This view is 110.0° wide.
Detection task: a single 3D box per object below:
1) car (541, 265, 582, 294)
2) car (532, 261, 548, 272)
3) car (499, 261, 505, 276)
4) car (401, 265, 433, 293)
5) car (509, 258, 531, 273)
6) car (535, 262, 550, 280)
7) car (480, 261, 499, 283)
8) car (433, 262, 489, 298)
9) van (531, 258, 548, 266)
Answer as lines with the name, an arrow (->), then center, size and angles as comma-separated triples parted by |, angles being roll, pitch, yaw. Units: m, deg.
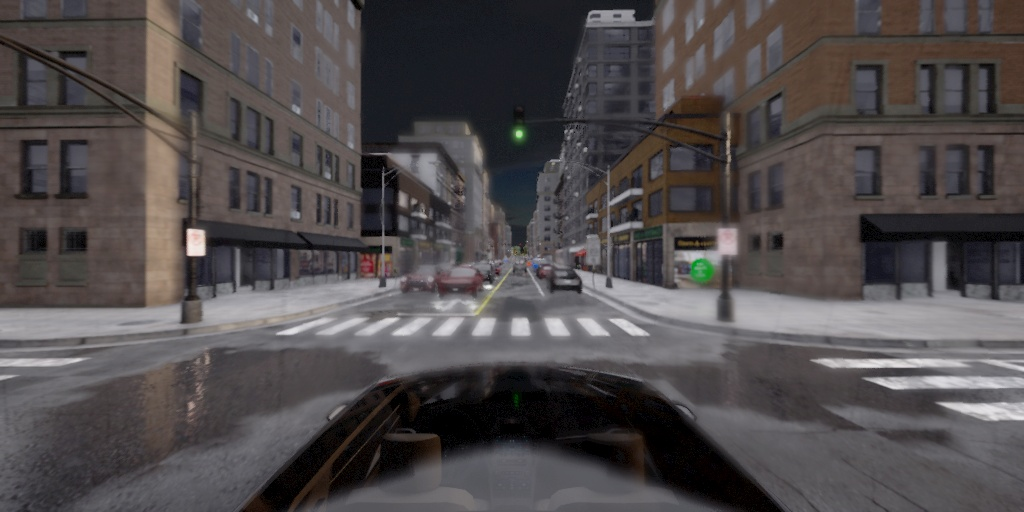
car -> 2.963, 1.383, 20.843 | 1.948, 1.339, 4.313 | 0, 0, 1
car -> 3.354, 1.443, 37.371 | 1.948, 1.339, 4.313 | 0, 0, 1
car -> -2.087, 1.487, 38.878 | 1.895, 1.301, 4.718 | 0, 0, 2
car -> -5.060, 1.262, 21.033 | 1.967, 1.591, 4.097 | 0, 0, 1
car -> 1.063, 1.411, 47.682 | 2.128, 1.511, 4.902 | 0, 0, 1
car -> 3.224, 1.438, 31.862 | 1.802, 1.307, 4.207 | 0, 0, 1
car -> -2.337, 1.353, 28.742 | 1.837, 1.490, 4.892 | 0, 0, 1
car -> -2.567, 1.293, 19.150 | 1.882, 1.535, 5.008 | 0, 0, 1
van -> 3.485, 1.240, 42.880 | 1.690, 1.789, 3.998 | 0, 0, 1
